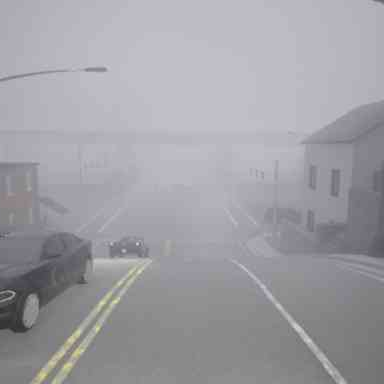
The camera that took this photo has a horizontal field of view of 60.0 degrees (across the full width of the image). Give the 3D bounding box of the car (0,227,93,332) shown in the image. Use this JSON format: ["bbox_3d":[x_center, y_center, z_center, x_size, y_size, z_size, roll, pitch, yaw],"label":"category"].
[{"bbox_3d":[-3.635,1.586,7.208,1.882,1.535,5.008,0,-1,0],"label":"car"}]

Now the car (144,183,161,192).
[{"bbox_3d":[-7.929,-0.993,70.176,4.974,1.542,2.038,7,11,43],"label":"car"}]

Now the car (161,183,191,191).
[{"bbox_3d":[-3.321,-0.988,70.200,4.974,1.542,2.038,-6,10,-36],"label":"car"}]

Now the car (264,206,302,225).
[{"bbox_3d":[11.580,2.814,40.590,5.566,2.045,2.150,0,8,1],"label":"car"}]

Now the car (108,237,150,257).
[{"bbox_3d":[-3.795,3.440,20.644,1.895,1.301,4.718,0,-12,-1],"label":"car"}]

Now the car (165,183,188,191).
[{"bbox_3d":[-3.280,-1.149,70.210,4.536,1.218,1.853,-6,10,-36],"label":"car"}]

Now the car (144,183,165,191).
[{"bbox_3d":[-7.967,-1.154,70.190,4.536,1.218,1.853,7,11,43],"label":"car"}]

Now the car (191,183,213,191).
[{"bbox_3d":[2.043,-1.088,70.997,4.974,1.542,2.038,4,9,28],"label":"car"}]

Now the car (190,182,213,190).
[{"bbox_3d":[1.998,-1.247,71.001,4.536,1.218,1.853,4,9,28],"label":"car"}]
